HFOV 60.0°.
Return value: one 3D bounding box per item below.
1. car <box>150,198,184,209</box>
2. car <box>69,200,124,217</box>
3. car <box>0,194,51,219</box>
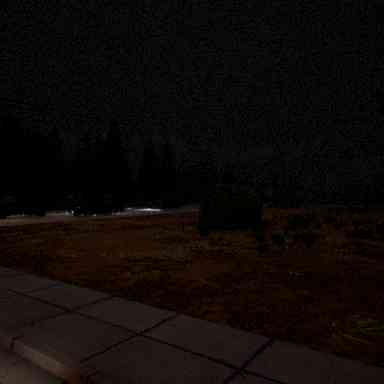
[{"bbox_3d":[-3.386,1.574,46.082,2.033,1.411,5.357,0,0,37],"label":"car"},{"bbox_3d":[-9.292,1.531,31.869,1.837,1.490,4.892,0,0,36],"label":"car"},{"bbox_3d":[-15.488,1.248,29.727,2.150,2.045,5.566,0,0,36],"label":"car"}]
